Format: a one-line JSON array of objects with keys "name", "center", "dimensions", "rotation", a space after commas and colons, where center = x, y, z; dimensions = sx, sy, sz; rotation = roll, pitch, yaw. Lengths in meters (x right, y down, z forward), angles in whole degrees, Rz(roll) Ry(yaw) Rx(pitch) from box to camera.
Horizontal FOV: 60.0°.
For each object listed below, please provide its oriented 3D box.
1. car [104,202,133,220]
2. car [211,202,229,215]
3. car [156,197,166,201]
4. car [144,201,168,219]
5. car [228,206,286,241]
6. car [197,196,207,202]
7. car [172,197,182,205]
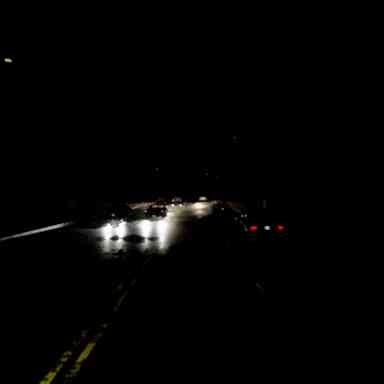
[{"name": "car", "center": [-6.610, 1.699, 30.408], "dimensions": [2.128, 1.511, 4.902], "rotation": [0, 0, 0]}, {"name": "car", "center": [3.335, 1.823, 38.171], "dimensions": [1.994, 1.385, 4.181], "rotation": [0, 0, 0]}, {"name": "car", "center": [-6.529, 1.953, 70.929], "dimensions": [1.837, 1.490, 4.892], "rotation": [0, 0, 0]}, {"name": "car", "center": [-3.361, 1.816, 31.625], "dimensions": [1.895, 1.301, 4.718], "rotation": [0, 0, 0]}, {"name": "car", "center": [3.343, 1.665, 17.258], "dimensions": [2.033, 1.411, 5.357], "rotation": [0, 0, 0]}, {"name": "car", "center": [3.213, 2.215, 92.708], "dimensions": [1.895, 1.301, 4.718], "rotation": [0, 0, 0]}, {"name": "car", "center": [-3.279, 1.843, 73.197], "dimensions": [2.097, 1.767, 4.553], "rotation": [0, 0, 0]}]
